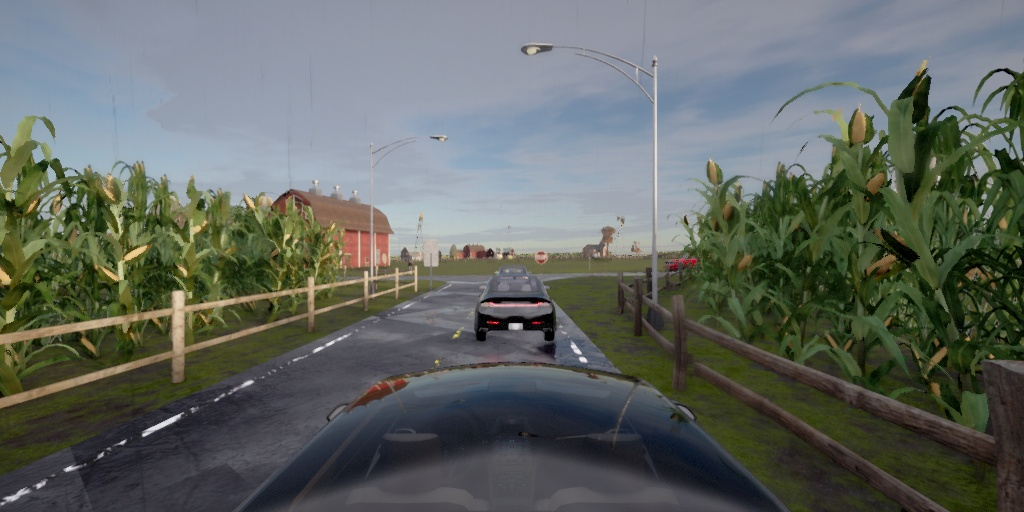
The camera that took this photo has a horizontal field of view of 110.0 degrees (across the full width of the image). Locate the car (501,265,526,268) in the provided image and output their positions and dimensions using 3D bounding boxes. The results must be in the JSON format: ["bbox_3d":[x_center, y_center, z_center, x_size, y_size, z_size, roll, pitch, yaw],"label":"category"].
[{"bbox_3d":[0.057,1.241,19.388,2.128,1.511,4.902,0,0,0],"label":"car"}]

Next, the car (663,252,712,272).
[{"bbox_3d":[18.653,0.640,37.332,5.566,2.045,2.150,-1,0,-5],"label":"car"}]

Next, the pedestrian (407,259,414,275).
[{"bbox_3d":[-11.293,1.235,39.872,0.375,1.860,0.375,0,0,4],"label":"pedestrian"}]

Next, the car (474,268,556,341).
[{"bbox_3d":[0.075,1.241,9.822,2.128,1.511,4.902,0,0,0],"label":"car"}]
